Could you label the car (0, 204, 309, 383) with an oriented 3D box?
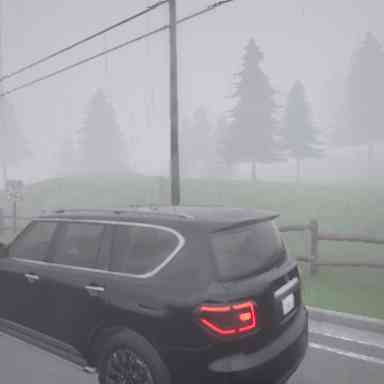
[{"bbox_3d":[-1.250,1.213,4.808,5.566,2.045,2.150,0,0,35],"label":"car"}]
